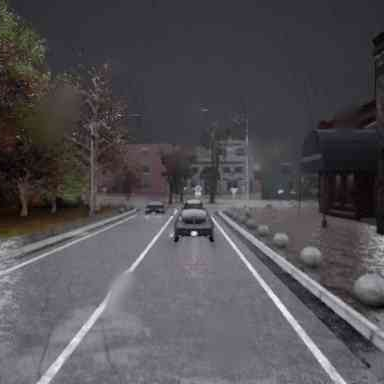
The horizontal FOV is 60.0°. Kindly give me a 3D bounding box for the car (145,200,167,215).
[{"bbox_3d":[-3.519,1.531,33.324,2.033,1.411,5.357,0,1,0],"label":"car"}]

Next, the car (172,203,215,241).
[{"bbox_3d":[0.088,1.507,16.635,1.837,1.490,4.892,0,0,0],"label":"car"}]

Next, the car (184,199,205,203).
[{"bbox_3d":[0.194,1.405,32.186,1.882,1.535,5.008,0,0,1],"label":"car"}]
